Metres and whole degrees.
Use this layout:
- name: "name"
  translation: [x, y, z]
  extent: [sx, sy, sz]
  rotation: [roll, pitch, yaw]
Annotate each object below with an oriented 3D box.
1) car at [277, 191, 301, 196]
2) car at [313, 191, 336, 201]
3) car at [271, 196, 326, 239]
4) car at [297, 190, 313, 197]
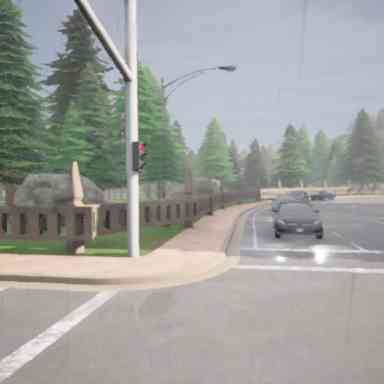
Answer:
- name: "car"
  translation: [6.878, 0.891, 24.547]
  extent: [1.812, 1.442, 4.674]
  rotation: [0, 1, 18]
- name: "car"
  translation: [16.655, 0.502, 42.266]
  extent: [1.895, 1.301, 4.718]
  rotation: [1, 2, 41]
- name: "car"
  translation: [4.571, 1.123, 14.899]
  extent: [1.812, 1.442, 4.674]
  rotation: [0, 1, 12]
- name: "car"
  translation: [10.700, 0.632, 33.997]
  extent: [1.837, 1.490, 4.892]
  rotation: [0, 1, 29]
